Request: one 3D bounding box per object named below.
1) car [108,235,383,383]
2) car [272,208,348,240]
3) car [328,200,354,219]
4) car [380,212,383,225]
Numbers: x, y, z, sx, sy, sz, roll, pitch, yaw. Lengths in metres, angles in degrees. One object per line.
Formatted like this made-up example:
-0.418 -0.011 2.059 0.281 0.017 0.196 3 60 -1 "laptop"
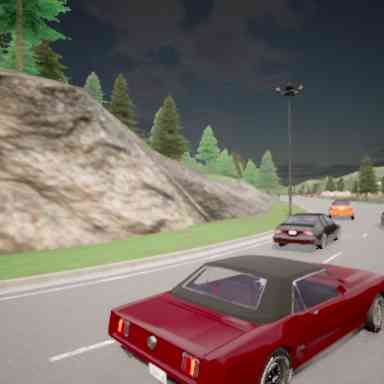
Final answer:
1.288 1.642 5.032 4.718 1.301 1.895 0 -1 -42 "car"
5.372 1.654 15.133 2.033 1.411 5.357 -1 -1 34 "car"
14.133 1.551 31.616 2.097 1.767 4.553 -1 -1 22 "car"
13.805 1.663 22.294 2.033 1.411 5.357 -1 -1 27 "car"
